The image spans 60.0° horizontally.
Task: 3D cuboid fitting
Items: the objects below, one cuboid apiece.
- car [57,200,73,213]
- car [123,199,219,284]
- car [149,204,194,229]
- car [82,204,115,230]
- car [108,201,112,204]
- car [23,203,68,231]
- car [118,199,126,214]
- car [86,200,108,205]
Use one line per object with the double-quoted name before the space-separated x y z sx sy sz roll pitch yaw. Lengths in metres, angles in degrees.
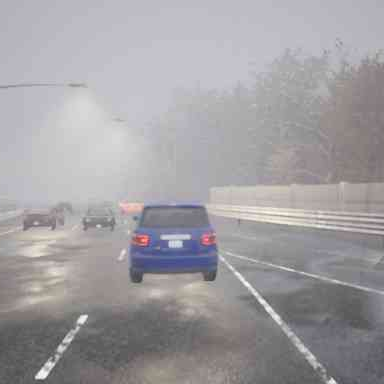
"car" -15.448 1.746 40.065 1.837 1.490 4.892 0 0 -23
"car" -0.619 1.279 9.995 2.150 2.045 5.566 0 -1 -5
"car" -1.608 1.667 24.010 1.812 1.442 4.674 0 0 -22
"car" -6.063 1.733 22.090 1.895 1.301 4.718 0 0 -12
"car" -14.559 1.924 54.066 1.895 1.301 4.718 0 0 -29
"car" -9.603 1.657 21.774 1.812 1.442 4.674 0 0 -12
"car" -7.246 1.579 38.181 2.097 1.767 4.553 0 0 -20
"car" -11.798 1.805 40.325 1.994 1.385 4.181 0 0 -22
